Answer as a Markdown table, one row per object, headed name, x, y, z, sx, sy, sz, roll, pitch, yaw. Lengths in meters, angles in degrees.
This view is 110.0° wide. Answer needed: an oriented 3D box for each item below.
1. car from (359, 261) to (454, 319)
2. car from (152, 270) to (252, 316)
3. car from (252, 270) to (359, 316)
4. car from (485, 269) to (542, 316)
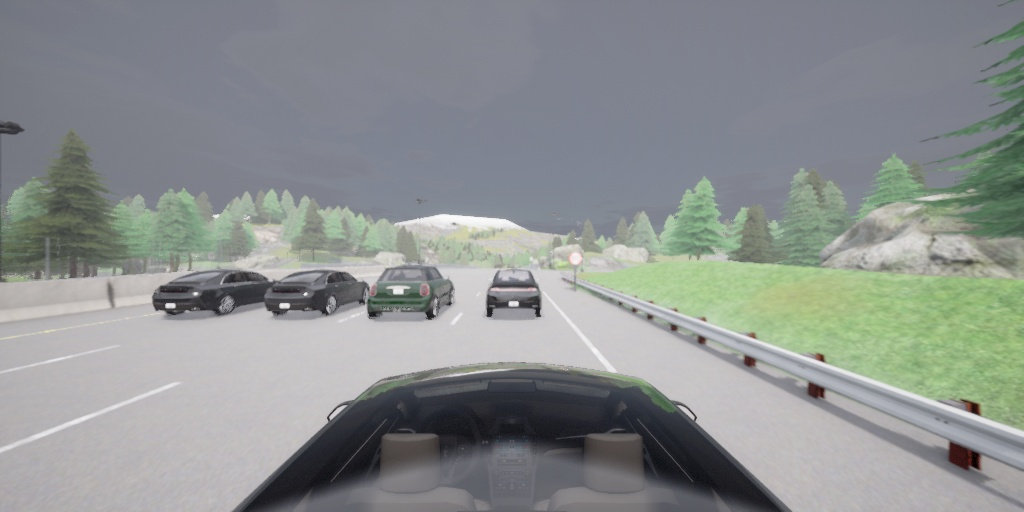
| name | x | y | z | sx | sy | sz | roll | pitch | yaw |
| --- | --- | --- | --- | --- | --- | --- | --- | --- | --- |
| car | -3.432 | 1.097 | 12.997 | 2.097 | 1.767 | 4.553 | 0 | 0 | 0 |
| car | -10.430 | 1.251 | 13.385 | 1.837 | 1.490 | 4.892 | 0 | 1 | 0 |
| car | -6.931 | 1.252 | 13.379 | 1.837 | 1.490 | 4.892 | 0 | 1 | 0 |
| car | 0.069 | 1.239 | 13.313 | 2.128 | 1.511 | 4.902 | 0 | 0 | 0 |
